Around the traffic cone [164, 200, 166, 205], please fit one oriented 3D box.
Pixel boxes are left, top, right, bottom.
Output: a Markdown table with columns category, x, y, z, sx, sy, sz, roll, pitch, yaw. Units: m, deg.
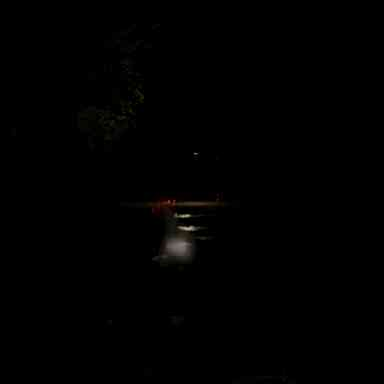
| category | x | y | z | sx | sy | sz | roll | pitch | yaw |
| --- | --- | --- | --- | --- | --- | --- | --- | --- | --- |
| traffic cone | -3.816 | 1.568 | 42.676 | 0.340 | 0.580 | 0.340 | 0 | 1 | 0 |

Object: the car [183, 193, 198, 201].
| category | x | y | z | sx | sy | sz | roll | pitch | yaw |
| --- | --- | --- | --- | --- | --- | --- | --- | --- | --- |
| car | -0.149 | 0.869 | 62.379 | 2.033 | 1.411 | 5.357 | 0 | 1 | 13 |

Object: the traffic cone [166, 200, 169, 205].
| category | x | y | z | sx | sy | sz | roll | pitch | yaw |
| --- | --- | --- | --- | --- | --- | --- | --- | --- | --- |
| traffic cone | -3.813 | 1.498 | 47.675 | 0.340 | 0.580 | 0.340 | 0 | 1 | 0 |
